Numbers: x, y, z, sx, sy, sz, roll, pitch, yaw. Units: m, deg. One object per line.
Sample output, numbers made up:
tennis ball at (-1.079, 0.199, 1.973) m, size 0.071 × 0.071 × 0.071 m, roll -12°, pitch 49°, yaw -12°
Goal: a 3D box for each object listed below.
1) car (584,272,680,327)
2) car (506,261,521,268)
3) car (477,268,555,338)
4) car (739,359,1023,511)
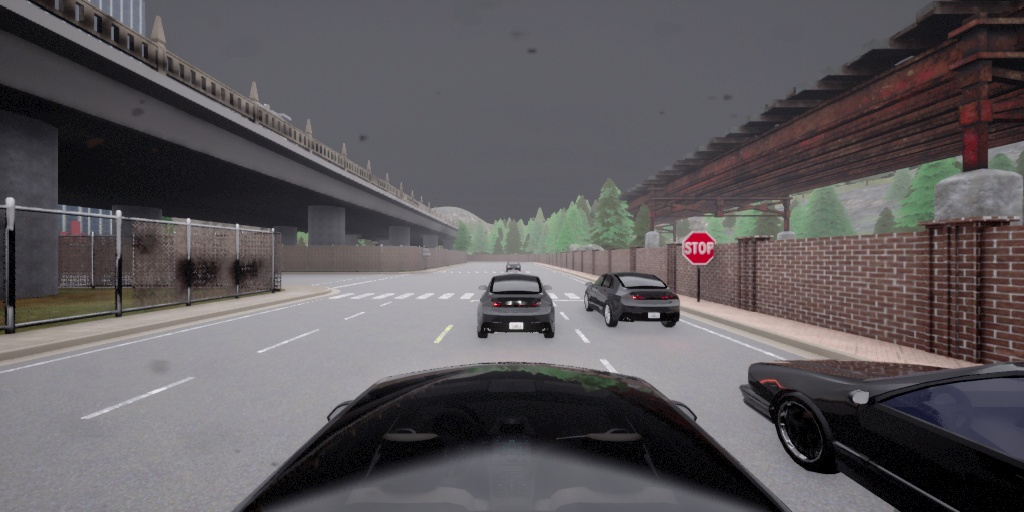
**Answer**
car at (3.597, 1.255, 11.487) m, size 1.837 × 1.490 × 4.892 m, roll 0°, pitch 0°, yaw 0°
car at (0.168, 1.351, 46.377) m, size 1.895 × 1.301 × 4.718 m, roll 0°, pitch 0°, yaw -1°
car at (0.096, 1.255, 10.126) m, size 1.837 × 1.490 × 4.892 m, roll 0°, pitch 0°, yaw 0°
car at (3.600, 1.297, 1.741) m, size 2.033 × 1.411 × 5.357 m, roll 0°, pitch 0°, yaw 0°
